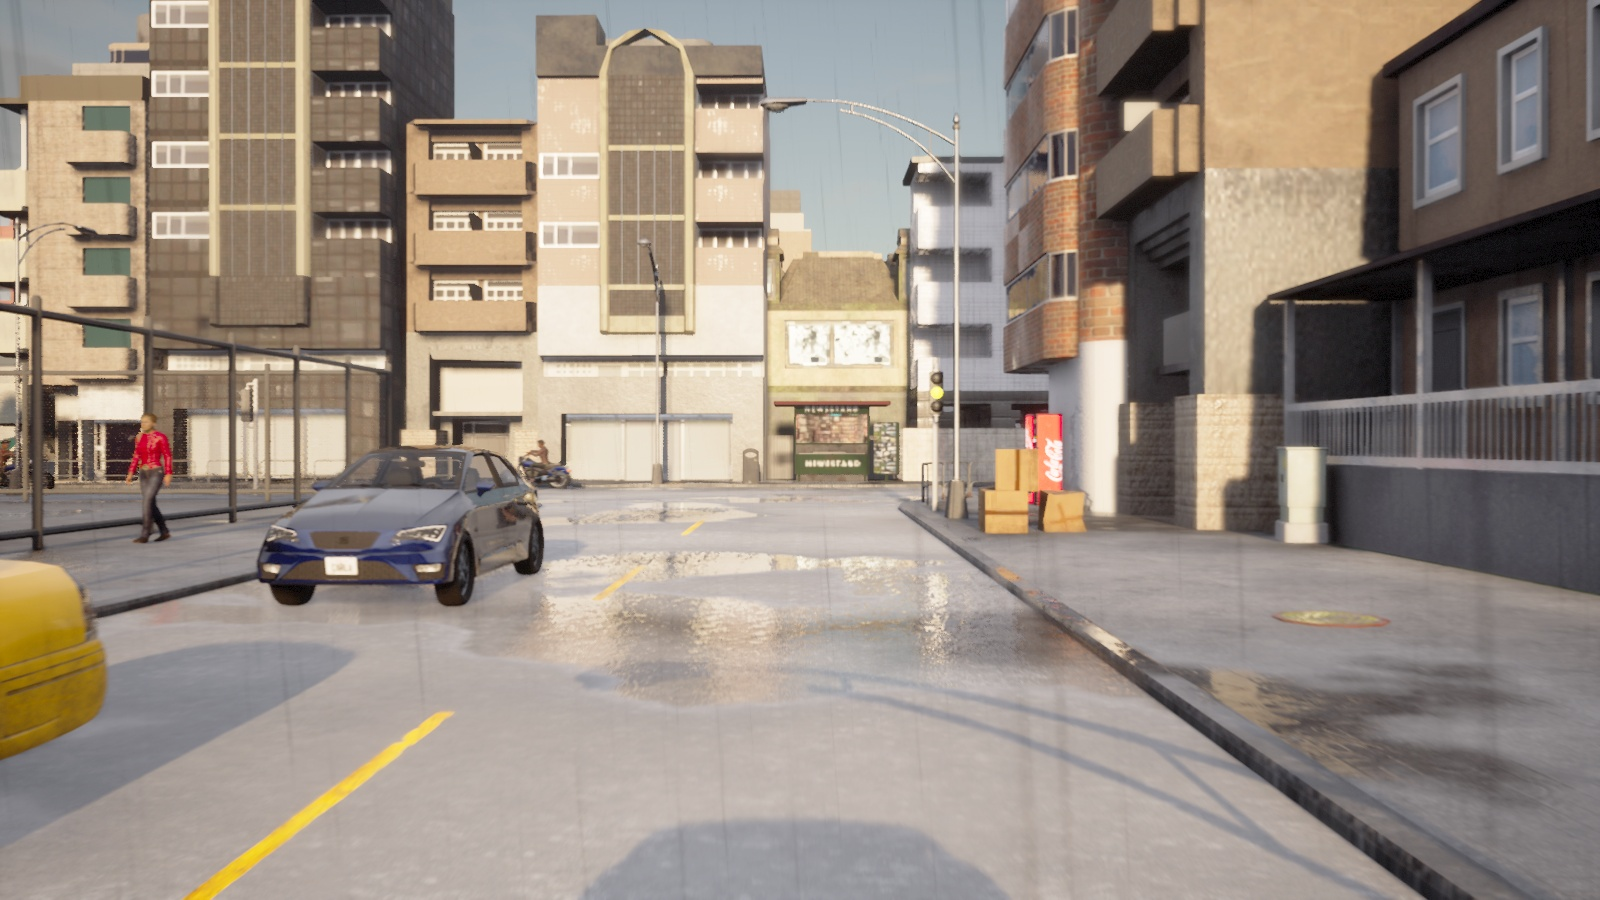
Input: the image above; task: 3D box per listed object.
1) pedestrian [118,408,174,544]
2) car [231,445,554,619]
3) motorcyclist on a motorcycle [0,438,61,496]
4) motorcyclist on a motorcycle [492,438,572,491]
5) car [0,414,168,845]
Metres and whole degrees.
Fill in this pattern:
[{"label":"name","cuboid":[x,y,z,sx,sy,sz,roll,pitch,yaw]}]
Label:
[{"label":"pedestrian","cuboid":[-9.033,0.351,17.360,0.331,1.846,0.636,0,0,17]},{"label":"car","cuboid":[-3.876,0.685,12.779,1.816,1.474,4.193,0,0,2]},{"label":"motorcyclist on a motorcycle","cuboid":[-22.672,0.475,36.126,2.350,1.649,0.766,0,0,0]},{"label":"motorcyclist on a motorcycle","cuboid":[-8.524,0.465,39.944,2.350,1.649,0.766,0,1,8]},{"label":"car","cuboid":[-3.902,0.665,3.068,1.801,1.575,5.366,0,0,3]}]
